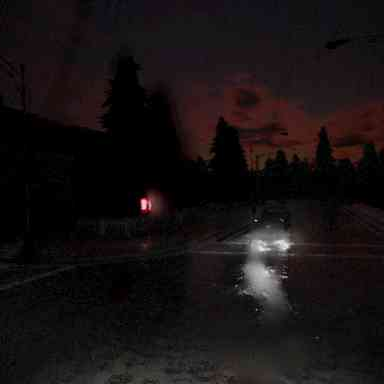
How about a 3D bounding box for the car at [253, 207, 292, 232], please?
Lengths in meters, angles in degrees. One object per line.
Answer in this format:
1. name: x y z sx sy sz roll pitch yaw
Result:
1. car: 4.985 1.637 20.346 1.895 1.301 4.718 -3 -1 20
